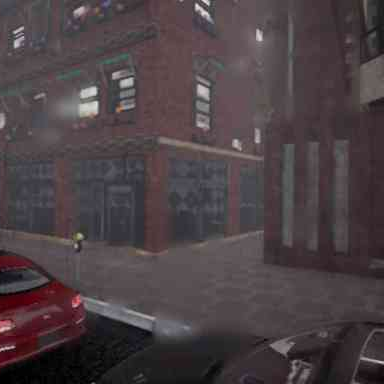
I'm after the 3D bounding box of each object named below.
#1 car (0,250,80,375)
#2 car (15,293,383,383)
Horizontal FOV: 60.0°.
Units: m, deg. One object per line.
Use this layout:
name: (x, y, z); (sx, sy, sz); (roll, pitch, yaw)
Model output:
car: (-3.372, 1.579, 5.116); (4.206, 1.307, 1.802); (0, 1, 36)
car: (1.145, 1.551, 1.893); (4.403, 1.369, 2.008); (0, 1, 36)
